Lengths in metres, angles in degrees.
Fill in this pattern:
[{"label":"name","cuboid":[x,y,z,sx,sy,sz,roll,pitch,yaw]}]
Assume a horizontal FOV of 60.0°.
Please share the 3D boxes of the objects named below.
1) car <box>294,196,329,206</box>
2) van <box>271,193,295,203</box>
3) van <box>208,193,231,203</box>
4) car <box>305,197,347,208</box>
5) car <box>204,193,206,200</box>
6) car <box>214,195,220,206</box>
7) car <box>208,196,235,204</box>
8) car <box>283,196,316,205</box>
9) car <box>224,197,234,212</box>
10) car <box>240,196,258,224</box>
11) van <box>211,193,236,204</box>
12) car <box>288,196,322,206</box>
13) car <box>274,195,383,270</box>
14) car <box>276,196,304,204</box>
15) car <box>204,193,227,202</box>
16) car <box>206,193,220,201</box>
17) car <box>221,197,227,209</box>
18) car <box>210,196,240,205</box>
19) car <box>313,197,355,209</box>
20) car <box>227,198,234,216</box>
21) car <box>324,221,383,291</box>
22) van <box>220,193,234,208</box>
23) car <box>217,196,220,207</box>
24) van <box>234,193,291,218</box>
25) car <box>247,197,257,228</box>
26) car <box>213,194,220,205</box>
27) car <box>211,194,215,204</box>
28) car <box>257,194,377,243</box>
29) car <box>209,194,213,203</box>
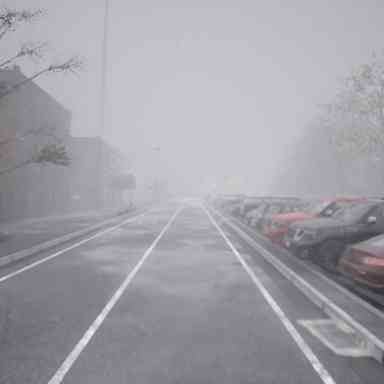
[{"label":"car","cuboid":[18.726,1.451,52.242,4.792,1.488,2.163,0,0,0]},{"label":"van","cuboid":[18.797,1.222,68.956,4.442,1.987,1.878,0,0,0]},{"label":"van","cuboid":[5.486,1.217,66.091,4.442,1.987,1.878,0,0,0]},{"label":"car","cuboid":[18.699,1.418,46.673,5.008,1.535,2.097,0,0,0]},{"label":"car","cuboid":[5.629,1.204,71.696,5.566,2.045,2.435,0,0,0]},{"label":"car","cuboid":[5.818,1.418,40.864,5.366,1.575,1.946,0,0,0]},{"label":"car","cuboid":[5.599,1.440,63.286,4.892,1.521,2.231,0,0,0]},{"label":"car","cuboid":[18.684,1.430,57.812,5.008,1.535,2.097,0,0,0]},{"label":"car","cuboid":[5.617,1.469,29.650,4.792,1.488,2.163,0,0,0]},{"label":"car","cuboid":[5.688,1.327,21.241,4.553,1.767,2.185,0,0,0]},{"label":"van","cuboid":[5.724,1.208,60.484,4.442,1.987,1.878,0,0,0]},{"label":"car","cuboid":[18.664,1.455,55.027,4.792,1.488,2.163,0,0,0]},{"label":"car","cuboid":[5.643,1.220,10.027,5.566,2.045,2.435,0,0,0]},{"label":"car","cuboid":[18.682,1.479,63.384,4.674,1.452,2.002,0,0,0]},{"label":"car","cuboid":[5.631,1.242,80.106,5.566,2.045,2.435,0,0,0]},{"label":"car","cuboid":[5.642,1.174,54.877,5.566,2.045,2.435,0,0,0]},{"label":"car","cuboid":[5.614,1.465,32.454,4.792,1.488,2.163,0,0,0]},{"label":"car","cuboid":[5.605,1.429,57.680,5.008,1.535,2.097,0,0,0]},{"label":"car","cuboid":[18.705,1.459,44.012,4.674,1.452,2.002,0,0,0]},{"label":"car","cuboid":[5.645,1.444,26.847,5.008,1.535,2.097,0,0,0]},{"label":"car","cuboid":[5.673,1.516,7.224,4.674,1.452,2.002,0,0,0]},{"label":"van","cuboid":[5.523,1.205,35.256,4.442,1.987,1.878,0,0,0]},{"label":"car","cuboid":[5.665,1.456,38.060,4.792,1.488,2.163,0,0,0]},{"label":"van","cuboid":[5.537,1.223,24.043,4.442,1.987,1.878,0,0,0]},{"label":"car","cuboid":[5.629,1.332,18.437,4.553,1.767,2.185,0,0,0]},{"label":"car","cuboid":[5.623,1.418,43.664,5.008,1.535,2.097,0,0,0]},{"label":"car","cuboid":[5.592,1.448,49.271,4.792,1.488,2.163,0,0,0]},{"label":"car","cuboid":[5.640,1.215,12.830,5.566,2.045,2.435,0,0,0]},{"label":"car","cuboid":[5.613,1.422,52.069,4.892,1.521,2.231,0,0,0]}]
